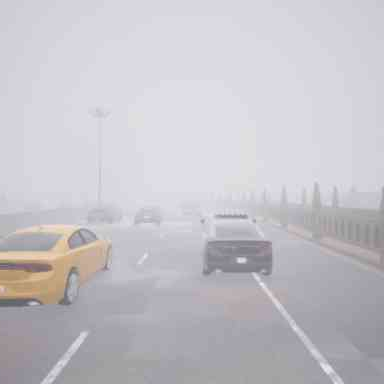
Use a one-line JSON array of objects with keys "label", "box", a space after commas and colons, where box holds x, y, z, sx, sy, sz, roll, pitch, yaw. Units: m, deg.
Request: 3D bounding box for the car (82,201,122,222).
[{"label": "car", "box": [-6.840, 1.750, 26.449, 2.128, 1.511, 4.902, 0, -1, 0]}]

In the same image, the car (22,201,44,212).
[{"label": "car", "box": [-22.237, 1.949, 46.565, 2.128, 1.511, 4.902, 0, -1, -9]}]

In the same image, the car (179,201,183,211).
[{"label": "car", "box": [-0.662, 1.945, 45.283, 1.837, 1.490, 4.892, 0, -1, -8]}]

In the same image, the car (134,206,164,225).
[{"label": "car", "box": [-3.337, 1.823, 26.564, 1.994, 1.385, 4.181, 0, -1, 0]}]

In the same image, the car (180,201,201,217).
[{"label": "car", "box": [-0.003, 1.945, 35.345, 1.895, 1.301, 4.718, 0, -1, -1]}]

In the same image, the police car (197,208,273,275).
[{"label": "police car", "box": [1.250, 1.532, 10.917, 1.930, 1.638, 5.238, 0, -1, 0]}]

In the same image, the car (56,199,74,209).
[{"label": "car", "box": [-19.601, 1.856, 51.467, 2.097, 1.767, 4.553, 0, -1, -12]}]

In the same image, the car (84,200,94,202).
[{"label": "car", "box": [-16.246, 2.006, 52.572, 2.128, 1.511, 4.902, 0, -1, -12]}]

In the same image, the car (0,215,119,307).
[{"label": "car", "box": [-3.381, 1.560, 8.278, 1.882, 1.535, 5.008, 0, -1, 0]}]
